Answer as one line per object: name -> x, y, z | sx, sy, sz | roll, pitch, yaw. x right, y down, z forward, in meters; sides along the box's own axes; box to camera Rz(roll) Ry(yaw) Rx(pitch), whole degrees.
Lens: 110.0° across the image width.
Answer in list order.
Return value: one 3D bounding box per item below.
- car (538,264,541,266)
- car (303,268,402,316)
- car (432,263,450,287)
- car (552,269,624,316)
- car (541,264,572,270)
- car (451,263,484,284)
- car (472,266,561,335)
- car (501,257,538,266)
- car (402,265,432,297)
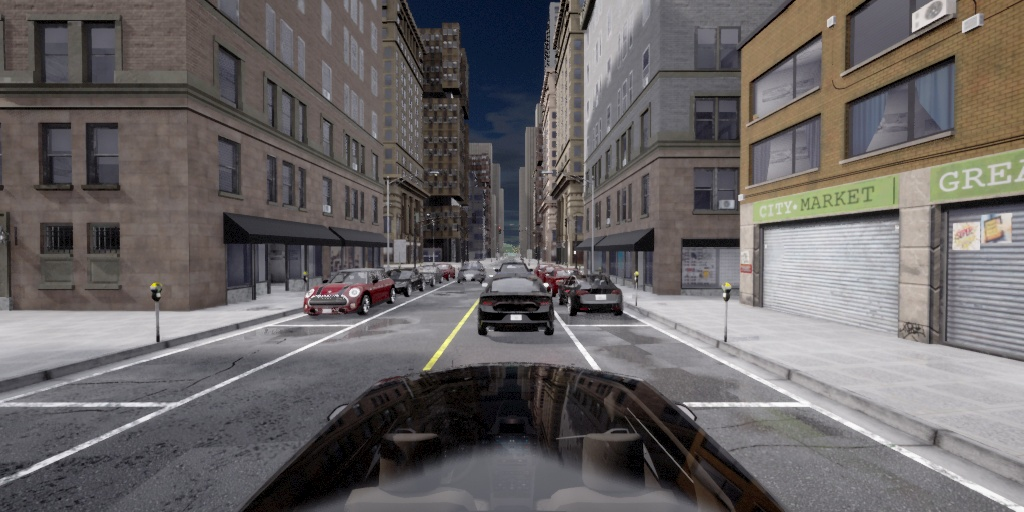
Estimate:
car -> 2.764, 1.293, 24.180 | 1.888, 1.381, 4.507 | 0, 0, 0
car -> -5.763, 1.188, 13.171 | 1.967, 1.591, 4.097 | 0, 0, 0
car -> -5.761, 1.298, 24.181 | 2.007, 1.370, 4.403 | 0, 0, 0
car -> 2.763, 1.314, 13.170 | 1.948, 1.339, 4.313 | 0, 0, 0
car -> 2.764, 1.293, 18.674 | 1.888, 1.381, 4.507 | 0, 0, 0
car -> -2.997, 1.269, 27.309 | 2.128, 1.511, 4.902 | 0, 0, 0
car -> 0.099, 1.226, 10.499 | 1.882, 1.535, 5.008 | 0, 0, 0
car -> 0.104, 1.100, 19.722 | 2.097, 1.767, 4.553 | 0, 0, 0
car -> -5.762, 1.313, 18.676 | 1.948, 1.339, 4.313 | 0, 0, 0
